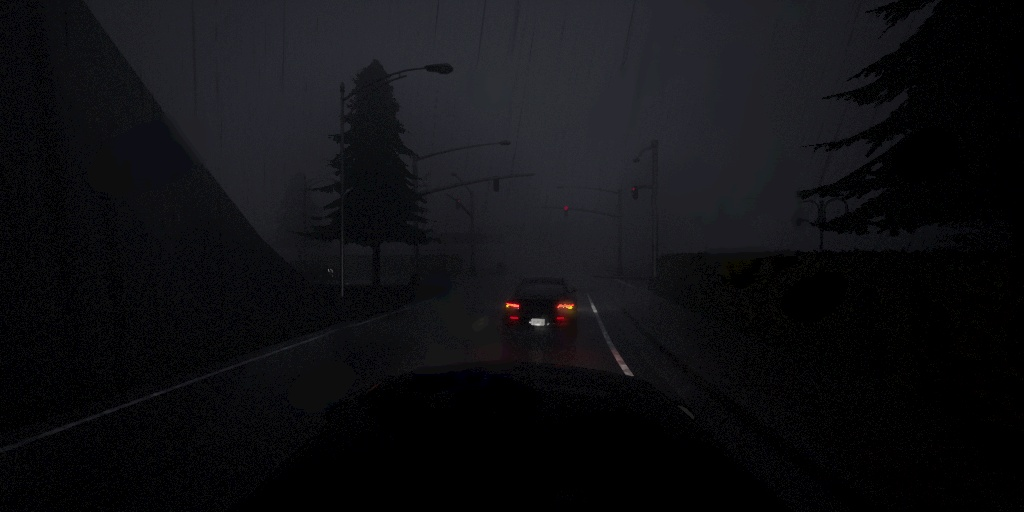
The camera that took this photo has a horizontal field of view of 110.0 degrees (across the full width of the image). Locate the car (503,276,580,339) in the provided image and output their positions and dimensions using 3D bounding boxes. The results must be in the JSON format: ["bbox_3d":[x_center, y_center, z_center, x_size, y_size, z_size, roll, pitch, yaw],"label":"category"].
[{"bbox_3d":[0.921,1.276,10.097,1.812,1.442,4.674,0,0,9],"label":"car"}]

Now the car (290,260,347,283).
[{"bbox_3d":[-15.341,1.102,27.955,4.553,1.767,2.097,0,0,9],"label":"car"}]

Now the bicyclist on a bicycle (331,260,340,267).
[{"bbox_3d":[-17.361,1.203,35.377,0.582,1.620,1.656,0,0,8],"label":"bicyclist on a bicycle"}]
